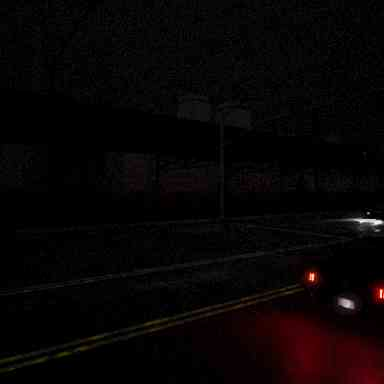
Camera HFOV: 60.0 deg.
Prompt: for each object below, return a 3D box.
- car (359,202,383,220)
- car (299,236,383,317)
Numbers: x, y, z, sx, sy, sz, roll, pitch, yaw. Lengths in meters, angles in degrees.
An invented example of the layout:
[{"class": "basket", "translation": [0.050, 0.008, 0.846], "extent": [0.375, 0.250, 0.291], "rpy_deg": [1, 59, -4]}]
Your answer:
[{"class": "car", "translation": [15.985, 1.562, 28.225], "extent": [4.181, 1.385, 1.994], "rpy_deg": [0, 0, -35]}, {"class": "car", "translation": [4.439, 1.601, 6.919], "extent": [4.718, 1.301, 1.895], "rpy_deg": [0, 0, -35]}]
